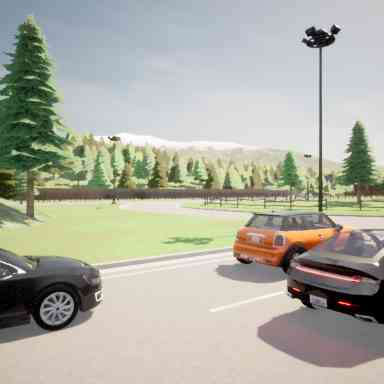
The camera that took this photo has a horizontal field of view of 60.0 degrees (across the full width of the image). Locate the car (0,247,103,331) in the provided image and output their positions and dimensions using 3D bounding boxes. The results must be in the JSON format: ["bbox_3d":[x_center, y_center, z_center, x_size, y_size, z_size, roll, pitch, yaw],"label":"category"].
[{"bbox_3d":[-3.899,1.505,5.265,4.892,1.490,1.837,0,0,-35],"label":"car"}]

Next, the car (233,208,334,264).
[{"bbox_3d":[3.522,1.352,10.575,4.553,1.767,2.097,0,0,-35],"label":"car"}]

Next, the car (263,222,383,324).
[{"bbox_3d":[3.958,1.492,6.600,4.902,1.511,2.128,0,0,-35],"label":"car"}]
